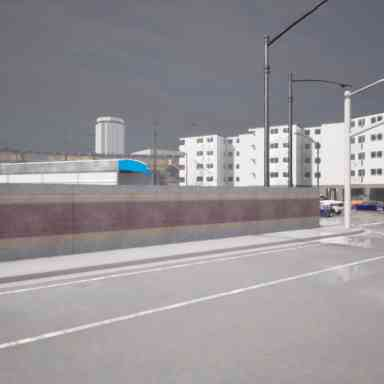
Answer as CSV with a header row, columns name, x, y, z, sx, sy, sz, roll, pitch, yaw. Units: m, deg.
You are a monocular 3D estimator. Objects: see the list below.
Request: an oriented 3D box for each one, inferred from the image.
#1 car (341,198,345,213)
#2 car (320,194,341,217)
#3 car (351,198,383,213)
name,x,y,z,sx,sy,sz,roll,pitch,yaw
car,12.620,1.221,33.799,2.150,2.045,5.566,0,0,-35
car,10.710,1.352,30.364,2.097,1.767,4.553,0,0,-33
car,19.601,1.601,36.385,1.895,1.301,4.718,0,0,-34
